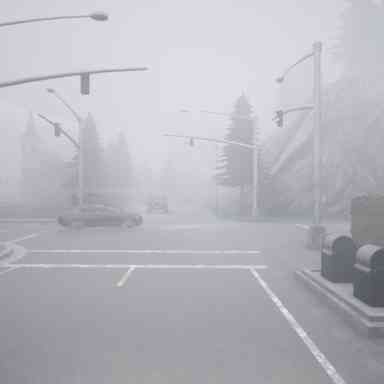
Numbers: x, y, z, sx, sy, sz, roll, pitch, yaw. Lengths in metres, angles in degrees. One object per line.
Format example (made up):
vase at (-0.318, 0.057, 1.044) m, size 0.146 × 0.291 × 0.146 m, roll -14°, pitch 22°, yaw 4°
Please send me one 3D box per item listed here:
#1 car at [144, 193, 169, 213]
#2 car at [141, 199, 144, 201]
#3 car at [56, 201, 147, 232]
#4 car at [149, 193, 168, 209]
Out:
car at (-3.756, 1.221, 37.202) m, size 2.150 × 2.045 × 5.566 m, roll 0°, pitch 0°, yaw -2°
car at (-7.458, 1.564, 57.167) m, size 1.994 × 1.385 × 4.181 m, roll 0°, pitch 0°, yaw -20°
car at (-5.467, 1.493, 19.901) m, size 4.902 × 1.511 × 2.128 m, roll 0°, pitch 0°, yaw -19°
car at (-4.814, 1.221, 47.490) m, size 2.150 × 2.045 × 5.566 m, roll 0°, pitch 0°, yaw -11°
